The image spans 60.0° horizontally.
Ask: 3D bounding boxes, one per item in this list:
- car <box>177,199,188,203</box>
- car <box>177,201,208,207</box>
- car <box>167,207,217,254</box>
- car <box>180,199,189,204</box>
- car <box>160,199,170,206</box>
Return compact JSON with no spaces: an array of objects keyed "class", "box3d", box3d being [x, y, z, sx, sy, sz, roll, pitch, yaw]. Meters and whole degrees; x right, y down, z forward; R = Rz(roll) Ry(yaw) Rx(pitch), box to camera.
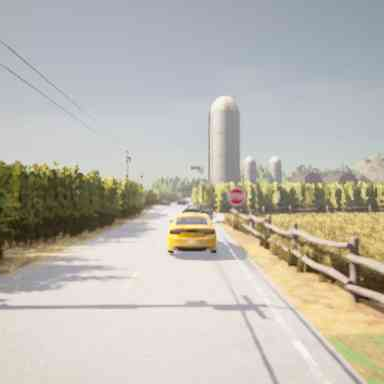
[{"class":"car","box3d":[-2.544,2.389,79.053,2.033,1.411,5.357,0,-1,2]},{"class":"car","box3d":[0.580,1.801,28.307,2.128,1.511,4.902,0,-1,15]},{"class":"car","box3d":[0.020,1.633,14.213,1.882,1.535,5.008,0,0,0]},{"class":"car","box3d":[-2.018,2.481,89.612,1.895,1.301,4.718,0,-1,4]},{"class":"car","box3d":[-5.759,2.318,71.681,2.033,1.411,5.357,0,-1,-1]}]
